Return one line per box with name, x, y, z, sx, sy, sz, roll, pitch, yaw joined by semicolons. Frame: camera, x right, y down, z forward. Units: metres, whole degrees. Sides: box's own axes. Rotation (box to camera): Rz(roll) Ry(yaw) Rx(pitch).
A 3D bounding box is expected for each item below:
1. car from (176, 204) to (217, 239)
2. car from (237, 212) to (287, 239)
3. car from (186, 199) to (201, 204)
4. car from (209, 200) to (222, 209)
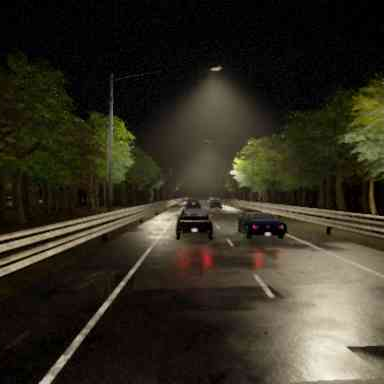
car;0.127;1.622;18.316;2.128;1.511;4.902;0;0;0
car;3.626;1.733;18.088;1.895;1.301;4.718;0;0;0
car;0.188;1.704;47.308;2.097;1.767;4.553;0;-1;0
car;3.698;1.931;53.115;1.812;1.442;4.674;0;0;0
